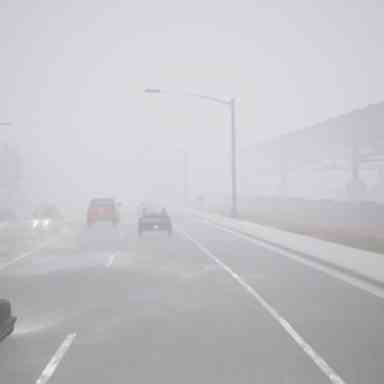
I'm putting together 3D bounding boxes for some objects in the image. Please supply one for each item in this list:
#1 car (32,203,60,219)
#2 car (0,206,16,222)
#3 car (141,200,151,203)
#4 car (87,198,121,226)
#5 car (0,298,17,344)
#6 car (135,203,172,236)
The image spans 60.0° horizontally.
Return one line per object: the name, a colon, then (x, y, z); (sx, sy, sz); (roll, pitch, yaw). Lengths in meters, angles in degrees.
car: (-15.697, 1.992, 35.953); (2.128, 1.511, 4.902); (-1, 0, -9)
car: (-18.646, 2.067, 32.260); (1.812, 1.442, 4.674); (-1, -1, -9)
car: (-5.290, 1.758, 38.514); (1.801, 1.575, 5.366); (-1, 0, -9)
car: (-6.834, 1.488, 26.122); (2.150, 2.045, 5.566); (-1, 0, -9)
car: (-3.364, 1.619, 2.405); (2.033, 1.411, 5.357); (-1, 0, -3)
car: (-2.264, 1.630, 19.663); (2.128, 1.511, 4.902); (-1, 0, -9)
